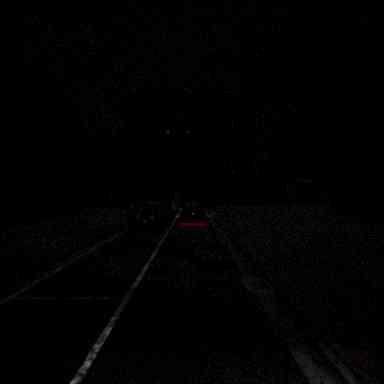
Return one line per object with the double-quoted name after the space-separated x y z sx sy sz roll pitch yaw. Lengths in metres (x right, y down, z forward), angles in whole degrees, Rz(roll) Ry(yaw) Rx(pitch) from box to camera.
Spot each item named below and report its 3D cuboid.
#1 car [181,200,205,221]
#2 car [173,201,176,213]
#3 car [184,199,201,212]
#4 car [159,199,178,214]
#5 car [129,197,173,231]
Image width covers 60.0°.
0.083 1.488 27.600 1.882 1.535 5.008 0 0 0 "car"
-2.612 1.324 26.521 2.192 1.841 5.009 1 0 0 "car"
0.023 1.583 39.708 1.994 1.385 4.181 0 0 -1 "car"
-2.615 1.543 37.416 1.752 1.417 4.829 1 0 0 "car"
-2.612 1.320 20.989 2.192 1.841 5.009 1 0 0 "car"
